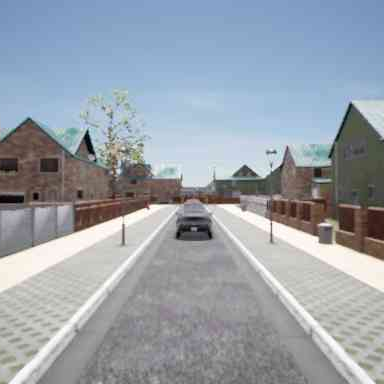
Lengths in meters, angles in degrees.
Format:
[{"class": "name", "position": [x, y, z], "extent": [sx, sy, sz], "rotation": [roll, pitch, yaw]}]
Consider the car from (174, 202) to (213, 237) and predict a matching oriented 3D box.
[{"class": "car", "position": [0.109, 1.519, 18.296], "extent": [1.837, 1.490, 4.892], "rotation": [0, 0, 0]}]

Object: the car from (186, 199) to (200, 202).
[{"class": "car", "position": [0.117, 1.499, 34.818], "extent": [1.882, 1.535, 5.008], "rotation": [0, 0, 0]}]
